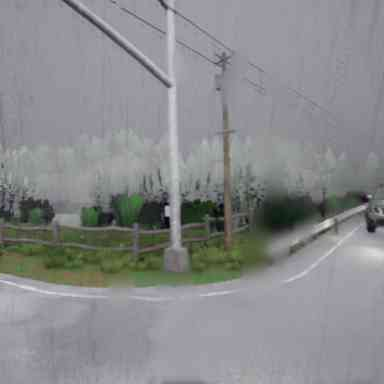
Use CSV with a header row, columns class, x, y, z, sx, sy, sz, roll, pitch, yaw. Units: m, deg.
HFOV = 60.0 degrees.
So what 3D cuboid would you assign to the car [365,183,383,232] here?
class,x,y,z,sx,sy,sz,roll,pitch,yaw
car,9.572,0.620,15.386,2.150,2.045,5.566,-2,2,37
